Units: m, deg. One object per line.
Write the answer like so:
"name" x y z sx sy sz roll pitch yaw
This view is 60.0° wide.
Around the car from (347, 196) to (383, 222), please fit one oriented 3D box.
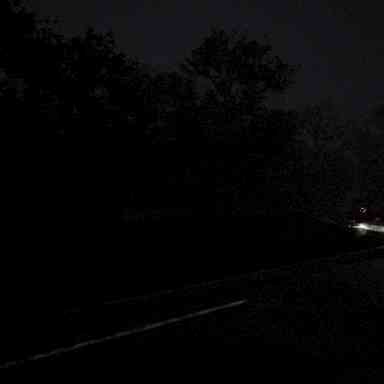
"car" 12.962 1.238 24.541 2.097 1.767 4.553 0 0 13
